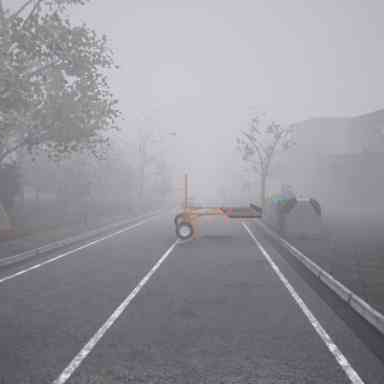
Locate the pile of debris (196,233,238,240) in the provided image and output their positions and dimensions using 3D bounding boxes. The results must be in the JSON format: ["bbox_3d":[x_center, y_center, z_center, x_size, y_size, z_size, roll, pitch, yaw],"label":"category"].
[{"bbox_3d":[1.164,2.107,15.807,1.860,0.140,1.500,0,0,3],"label":"pile of debris"}]

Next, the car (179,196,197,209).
[{"bbox_3d":[-0.431,1.326,40.750,1.837,1.490,4.892,0,0,3],"label":"car"}]

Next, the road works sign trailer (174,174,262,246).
[{"bbox_3d":[1.032,0.662,14.511,3.560,2.880,2.380,0,5,-5],"label":"road works sign trailer"}]
